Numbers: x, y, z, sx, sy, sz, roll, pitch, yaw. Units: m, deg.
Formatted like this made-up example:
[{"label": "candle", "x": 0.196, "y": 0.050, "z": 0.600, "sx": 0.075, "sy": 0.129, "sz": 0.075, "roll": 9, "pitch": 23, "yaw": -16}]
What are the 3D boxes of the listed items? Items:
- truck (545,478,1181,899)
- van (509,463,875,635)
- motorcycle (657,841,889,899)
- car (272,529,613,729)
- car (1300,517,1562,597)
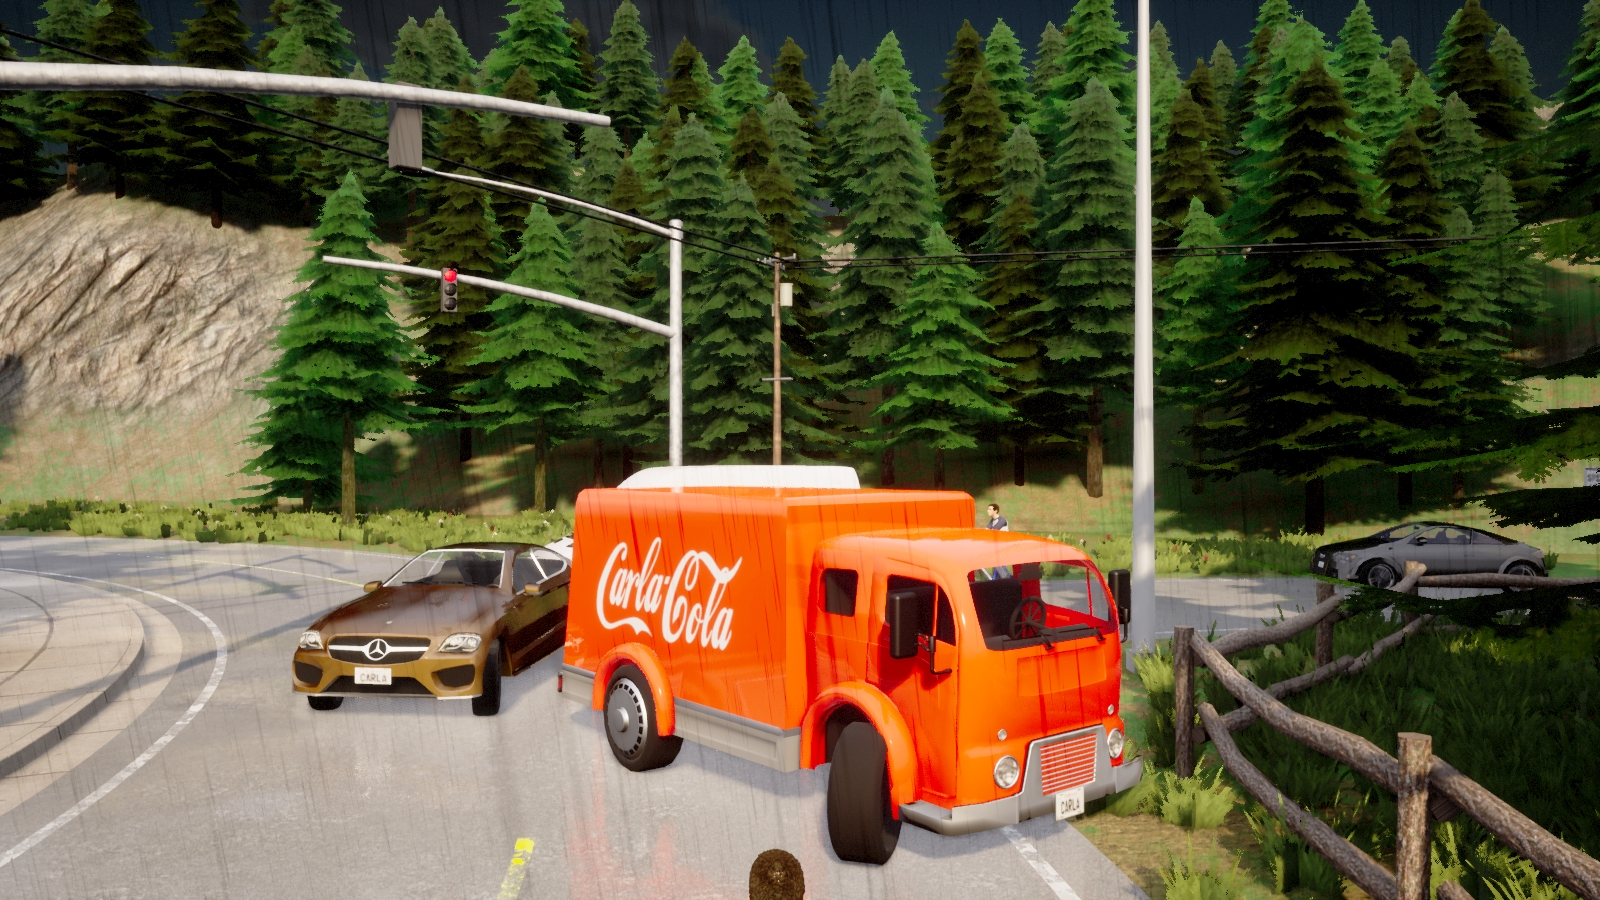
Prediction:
[{"label": "truck", "x": 0.202, "y": 1.542, "z": 9.769, "sx": 2.627, "sy": 2.467, "sz": 5.204, "roll": 0, "pitch": 0, "yaw": -39}, {"label": "van", "x": -1.776, "y": 1.528, "z": 19.549, "sx": 5.915, "sy": 2.561, "sz": 1.988, "roll": 0, "pitch": 0, "yaw": -27}, {"label": "motorcycle", "x": -0.074, "y": 2.159, "z": 3.526, "sx": 0.803, "sy": 1.199, "sz": 2.033, "roll": 0, "pitch": 0, "yaw": -2}, {"label": "car", "x": -4.038, "y": 1.970, "z": 14.038, "sx": 2.152, "sy": 1.651, "sz": 5.027, "roll": 0, "pitch": 0, "yaw": 6}, {"label": "car", "x": 12.589, "y": 2.119, "z": 23.051, "sx": 4.181, "sy": 1.385, "sz": 1.994, "roll": 0, "pitch": 0, "yaw": 6}]
